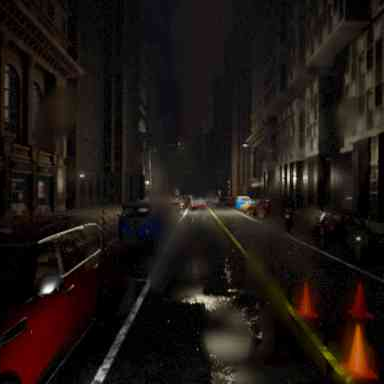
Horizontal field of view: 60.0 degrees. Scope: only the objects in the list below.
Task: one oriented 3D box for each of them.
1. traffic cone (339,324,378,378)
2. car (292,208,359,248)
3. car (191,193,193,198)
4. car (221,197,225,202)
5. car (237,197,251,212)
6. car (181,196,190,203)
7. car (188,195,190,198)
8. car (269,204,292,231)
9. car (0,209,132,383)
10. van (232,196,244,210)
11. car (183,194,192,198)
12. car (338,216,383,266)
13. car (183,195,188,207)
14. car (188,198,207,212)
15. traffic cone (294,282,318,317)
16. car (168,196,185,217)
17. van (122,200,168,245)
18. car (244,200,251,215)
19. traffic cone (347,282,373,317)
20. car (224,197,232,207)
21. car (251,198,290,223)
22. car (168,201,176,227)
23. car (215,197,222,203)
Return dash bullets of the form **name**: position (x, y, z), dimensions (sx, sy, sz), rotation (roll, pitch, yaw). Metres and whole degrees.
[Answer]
- **traffic cone**: position (2.113, 1.979, 4.231), dimensions (0.340, 0.580, 0.340), rotation (0, 0, 1)
- **car**: position (6.289, 1.515, 15.138), dimensions (1.967, 1.590, 4.097), rotation (1, 0, 1)
- **car**: position (-1.429, 1.458, 82.442), dimensions (2.192, 1.841, 5.009), rotation (1, 0, 1)
- **car**: position (6.824, 1.745, 59.950), dimensions (1.802, 1.307, 4.206), rotation (1, 0, 1)
- **car**: position (6.558, 1.643, 37.714), dimensions (1.752, 1.417, 4.829), rotation (1, 0, 1)
- **car**: position (-1.499, 1.675, 76.840), dimensions (1.887, 1.381, 4.507), rotation (1, 0, 1)
- **car**: position (-1.767, 1.647, 54.435), dimensions (1.947, 1.339, 4.313), rotation (1, 0, 1)
- **car**: position (6.354, 1.667, 20.739), dimensions (1.802, 1.307, 4.206), rotation (1, 0, 1)
- **car**: position (-2.368, 1.302, 4.024), dimensions (2.192, 1.841, 5.009), rotation (1, 0, 1)
- **van**: position (6.625, 1.469, 43.146), dimensions (1.690, 1.788, 3.998), rotation (1, 0, 1)
- **car**: position (-1.633, 1.656, 65.637), dimensions (2.008, 1.369, 4.403), rotation (1, 0, 1)
- **car**: position (6.220, 1.616, 9.535), dimensions (2.008, 1.369, 4.403), rotation (1, 0, 1)
- **car**: position (-1.900, 1.499, 43.233), dimensions (1.967, 1.590, 4.097), rotation (1, 0, 1)
- **car**: position (0.815, 1.675, 39.558), dimensions (1.895, 1.301, 4.718), rotation (0, 0, 1)
- **traffic cone**: position (2.137, 1.982, 6.230), dimensions (0.340, 0.580, 0.340), rotation (0, 0, 1)
- **car**: position (-2.034, 1.476, 32.030), dimensions (1.967, 1.590, 4.097), rotation (1, 0, 1)
- **van**: position (-2.234, 1.346, 15.226), dimensions (1.690, 1.788, 3.998), rotation (1, 0, 1)
- **car**: position (6.488, 1.688, 31.942), dimensions (1.802, 1.307, 4.206), rotation (1, 0, 1)
- **traffic cone**: position (3.137, 1.990, 6.219), dimensions (0.340, 0.580, 0.340), rotation (0, 0, 1)
- **car**: position (6.757, 1.733, 54.349), dimensions (1.802, 1.307, 4.206), rotation (1, 0, 1)
- **car**: position (6.424, 1.410, 26.341), dimensions (2.192, 1.841, 5.009), rotation (1, 0, 1)
- **car**: position (-2.171, 1.540, 20.657), dimensions (1.752, 1.417, 4.829), rotation (1, 0, 1)
- **car**: position (7.026, 1.745, 76.756), dimensions (1.887, 1.381, 4.507), rotation (1, 0, 1)
